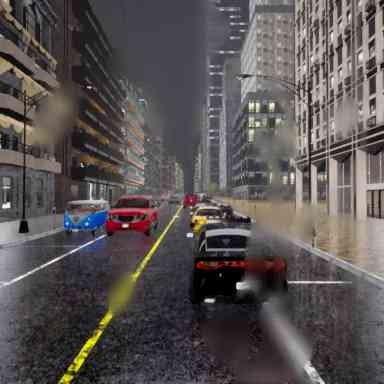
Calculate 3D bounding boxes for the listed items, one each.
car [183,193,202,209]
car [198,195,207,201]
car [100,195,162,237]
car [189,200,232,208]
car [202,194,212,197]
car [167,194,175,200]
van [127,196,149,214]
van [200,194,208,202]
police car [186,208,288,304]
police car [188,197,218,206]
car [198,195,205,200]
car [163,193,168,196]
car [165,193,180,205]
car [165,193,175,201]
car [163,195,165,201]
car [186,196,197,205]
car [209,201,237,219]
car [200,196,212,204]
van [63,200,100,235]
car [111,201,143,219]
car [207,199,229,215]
[{"bbox_3d":[-0.034,1.209,45.675,2.150,2.045,5.566,0,0,1],"label":"car"},{"bbox_3d":[2.606,1.509,80.916,1.947,1.339,4.313,1,0,0],"label":"car"},{"bbox_3d":[-3.119,1.222,18.319,2.150,2.045,5.566,0,0,0],"label":"car"},{"bbox_3d":[0.882,1.456,18.445,1.801,1.575,5.366,0,0,0],"label":"car"},{"bbox_3d":[2.655,1.289,58.125,2.192,1.841,5.009,1,0,0],"label":"car"},{"bbox_3d":[-5.759,1.364,92.428,1.967,1.590,4.097,1,0,0],"label":"car"},{"bbox_3d":[-5.705,1.337,35.441,1.690,1.788,3.998,1,0,0],"label":"van"},{"bbox_3d":[2.649,1.292,75.218,1.690,1.788,3.998,1,0,0],"label":"van"},{"bbox_3d":[0.891,1.427,8.363,1.930,1.638,5.238,0,0,0],"label":"police car"},{"bbox_3d":[0.876,1.425,24.366,1.930,1.638,5.238,0,0,0],"label":"police car"},{"bbox_3d":[2.586,1.506,92.311,1.802,1.307,4.206,1,0,0],"label":"car"},{"bbox_3d":[-5.741,1.266,75.332,2.192,1.841,5.009,1,0,0],"label":"car"},{"bbox_3d":[-3.055,1.452,57.662,1.882,1.535,5.008,0,0,0],"label":"car"},{"bbox_3d":[-5.751,1.248,86.728,2.192,1.841,5.009,1,0,0],"label":"car"},{"bbox_3d":[-5.725,1.562,52.535,1.802,1.307,4.206,1,0,0],"label":"car"},{"bbox_3d":[-0.055,1.478,58.704,1.837,1.490,4.892,0,0,0],"label":"car"},{"bbox_3d":[2.676,1.549,29.634,2.008,1.369,4.403,1,0,0],"label":"car"},{"bbox_3d":[2.645,1.517,63.822,2.008,1.369,4.403,1,0,0],"label":"car"},{"bbox_3d":[-5.690,1.342,18.342,1.690,1.788,3.998,1,0,0],"label":"van"},{"bbox_3d":[-5.705,1.564,29.744,1.947,1.339,4.313,1,0,0],"label":"car"},{"bbox_3d":[2.671,1.546,35.331,2.008,1.369,4.403,1,0,0],"label":"car"}]
